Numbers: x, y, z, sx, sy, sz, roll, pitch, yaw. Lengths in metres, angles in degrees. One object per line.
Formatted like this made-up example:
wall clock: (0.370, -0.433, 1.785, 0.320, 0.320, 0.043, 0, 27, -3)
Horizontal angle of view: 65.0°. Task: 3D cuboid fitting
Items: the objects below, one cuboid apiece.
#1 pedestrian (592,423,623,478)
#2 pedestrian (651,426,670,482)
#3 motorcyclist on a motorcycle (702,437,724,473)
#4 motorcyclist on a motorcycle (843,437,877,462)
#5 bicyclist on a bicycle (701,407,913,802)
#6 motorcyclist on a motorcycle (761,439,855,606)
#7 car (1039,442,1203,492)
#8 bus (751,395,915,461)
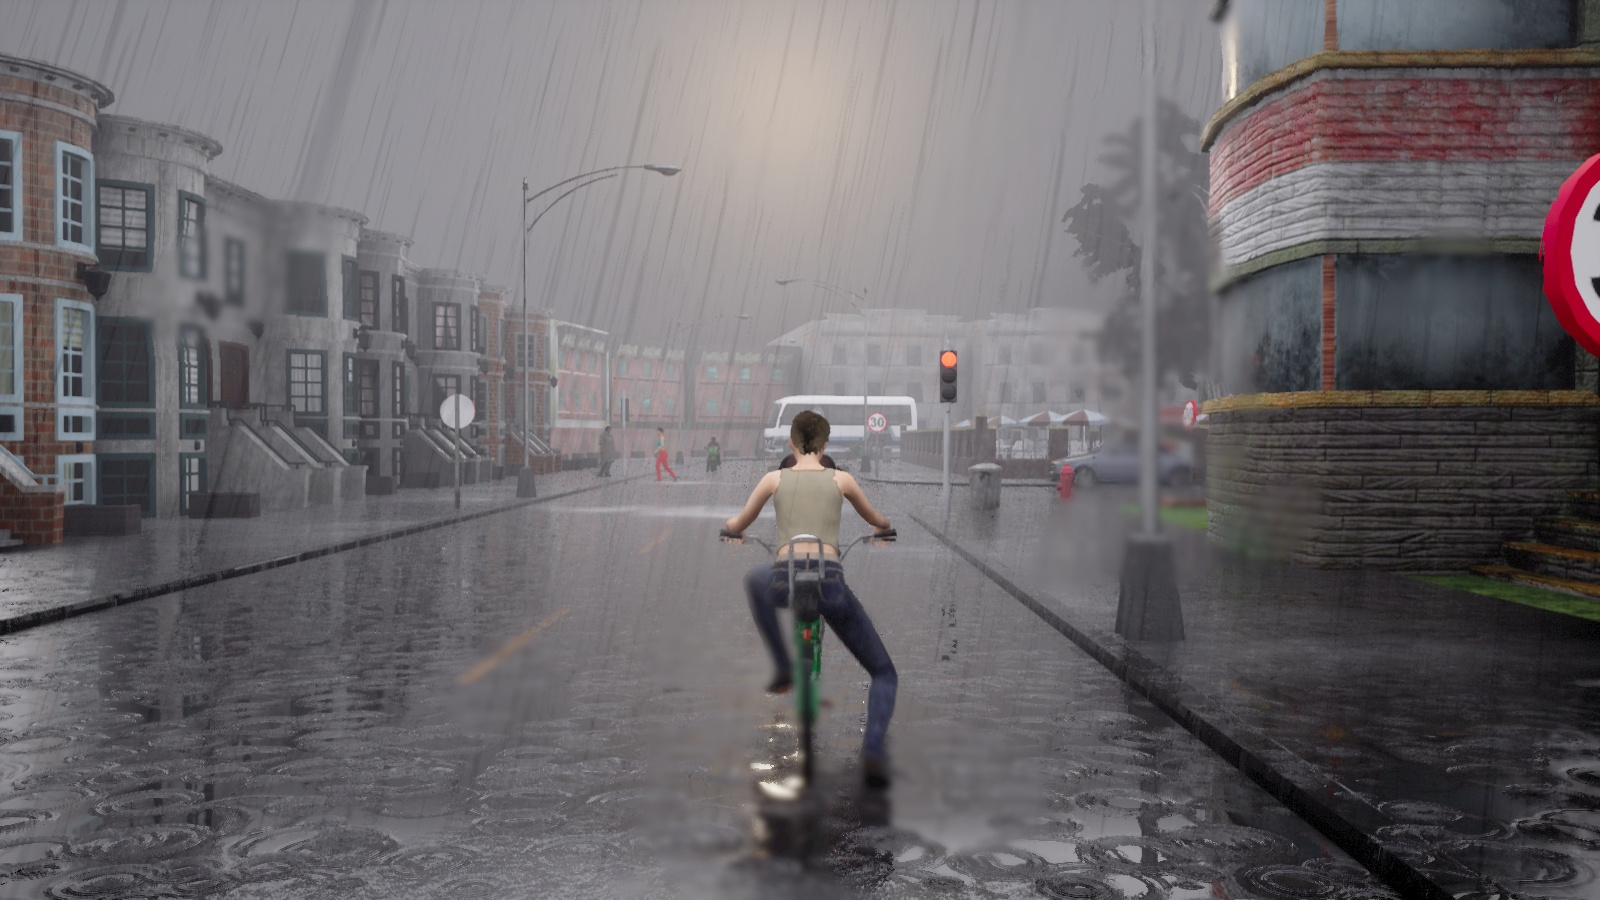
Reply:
pedestrian: (-6.916, 0.021, 45.146, 0.873, 1.952, 0.659, 0, 1, 34)
pedestrian: (-4.609, 0.138, 41.494, 0.594, 1.836, 0.345, 0, 1, -17)
motorcyclist on a motorcycle: (-3.723, 0.210, 54.159, 0.797, 1.523, 2.044, 0, 1, 0)
motorcyclist on a motorcycle: (3.850, -0.030, 80.218, 2.044, 1.523, 0.797, 0, 4, -35)
bicyclist on a bicycle: (0.040, 0.626, 5.885, 0.866, 1.612, 1.509, 0, 0, 1)
motorcyclist on a motorcycle: (0.080, 0.661, 12.641, 0.866, 1.530, 2.191, 0, 1, 0)
car: (9.115, 0.475, 35.933, 4.181, 1.385, 1.994, 0, 1, 0)
bus: (2.171, -1.432, 83.782, 10.273, 4.253, 3.944, 0, 1, -12)
